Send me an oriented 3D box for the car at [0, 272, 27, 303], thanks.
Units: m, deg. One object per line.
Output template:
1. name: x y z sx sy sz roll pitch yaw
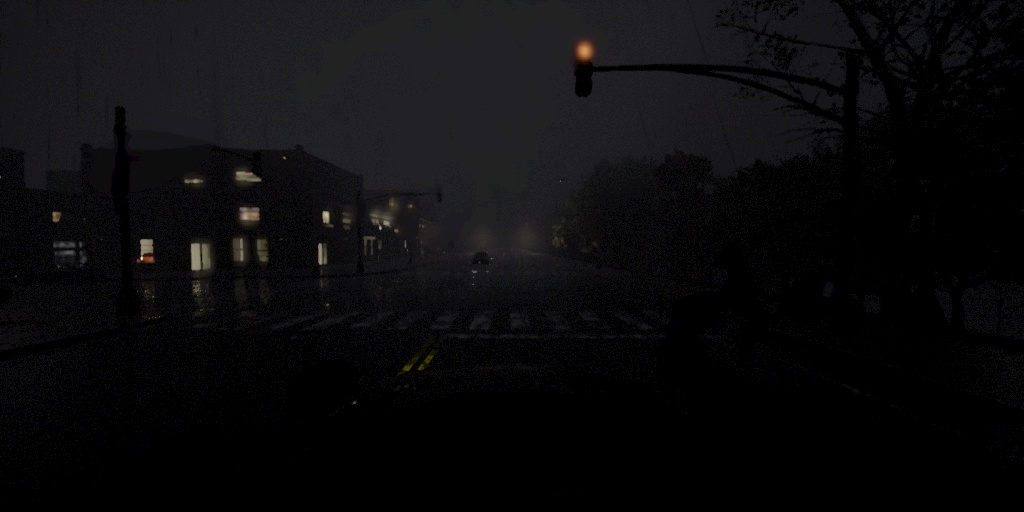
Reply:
1. car: -22.654 1.356 14.059 4.313 1.339 1.948 0 0 -1

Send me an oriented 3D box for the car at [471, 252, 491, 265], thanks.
1. car: -3.405 0.302 40.009 1.837 1.490 4.892 0 3 0

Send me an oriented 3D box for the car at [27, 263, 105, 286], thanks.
1. car: -28.387 1.116 22.561 4.403 1.370 2.007 0 0 -1
